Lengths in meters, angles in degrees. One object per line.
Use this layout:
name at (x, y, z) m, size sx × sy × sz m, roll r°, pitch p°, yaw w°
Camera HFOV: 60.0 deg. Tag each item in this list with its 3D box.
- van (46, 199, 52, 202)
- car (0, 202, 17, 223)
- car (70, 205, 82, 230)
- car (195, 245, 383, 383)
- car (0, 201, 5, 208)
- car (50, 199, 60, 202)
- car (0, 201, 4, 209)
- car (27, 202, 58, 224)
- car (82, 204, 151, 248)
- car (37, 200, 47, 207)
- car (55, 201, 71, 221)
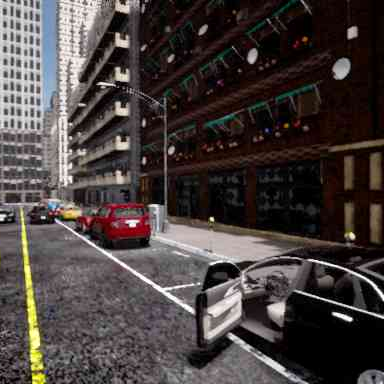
van at (-18.857, 1.883, 45.379) m, size 1.690 × 1.788 × 3.998 m, roll -1°, pitch 0°, yaw -27°
car at (-16.284, 1.884, 28.722) m, size 2.128 × 1.511 × 4.902 m, roll 0°, pitch -1°, yaw -27°
car at (-6.094, 1.659, 20.744) m, size 1.967 × 1.590 × 4.097 m, roll -1°, pitch 0°, yaw -27°
car at (1.875, 1.516, 4.654) m, size 1.837 × 1.490 × 4.892 m, roll 0°, pitch 0°, yaw -27°
car at (-38.601, 2.455, 66.371) m, size 1.887 × 1.381 × 4.507 m, roll -1°, pitch 0°, yaw -27°
car at (-13.750, 1.853, 35.525) m, size 1.967 × 1.590 × 4.097 m, roll -1°, pitch 0°, yaw -27°
car at (-36.049, 2.413, 61.445) m, size 1.947 × 1.339 × 4.313 m, roll -1°, pitch 0°, yaw -27°
car at (-12.668, 1.872, 28.033) m, size 1.812 × 1.442 × 4.674 m, roll 0°, pitch 0°, yaw -27°
car at (-3.544, 1.470, 15.818) m, size 2.192 × 1.841 × 5.009 m, roll -1°, pitch 0°, yaw -27°
car at (-31.692, 2.386, 70.164) m, size 1.752 × 1.417 × 4.829 m, roll -1°, pitch 0°, yaw -27°
car at (-11.274, 1.876, 30.749) m, size 1.752 × 1.417 × 4.829 m, roll -1°, pitch 0°, yaw -27°
